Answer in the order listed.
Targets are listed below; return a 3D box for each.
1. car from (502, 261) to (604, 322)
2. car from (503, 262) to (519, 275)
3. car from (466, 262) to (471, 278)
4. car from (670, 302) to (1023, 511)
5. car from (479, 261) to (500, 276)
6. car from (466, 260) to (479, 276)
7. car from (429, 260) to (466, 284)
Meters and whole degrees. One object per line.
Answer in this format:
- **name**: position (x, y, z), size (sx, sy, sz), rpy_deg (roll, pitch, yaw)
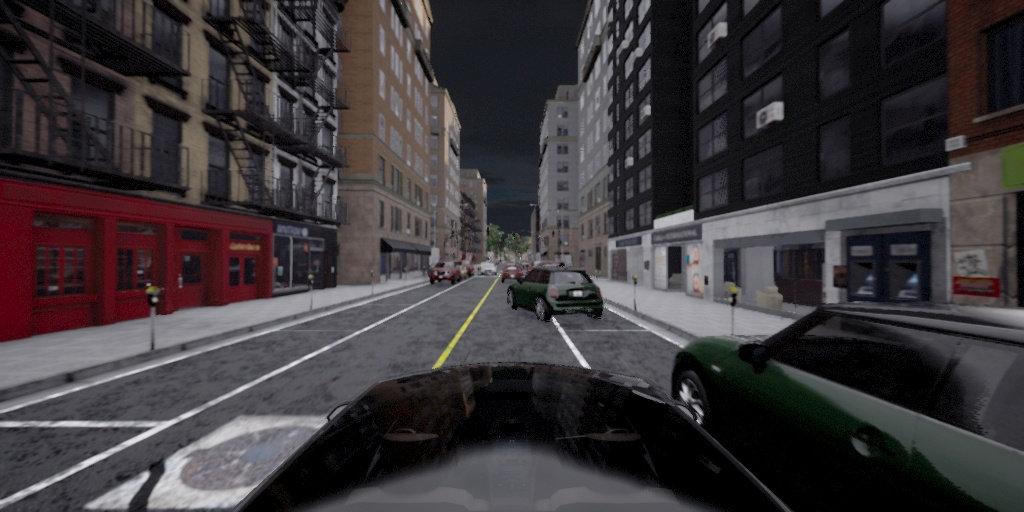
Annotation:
- **car**: position (1.371, 1.199, 13.083), size (2.097, 1.767, 4.553), rpy_deg (0, -1, -18)
- **car**: position (-0.189, 1.610, 46.904), size (1.882, 1.535, 5.008), rpy_deg (0, 0, -3)
- **car**: position (-5.454, 1.564, 35.402), size (1.751, 1.417, 4.829), rpy_deg (0, 0, 0)
- **car**: position (2.989, 1.110, 2.556), size (2.097, 1.767, 4.553), rpy_deg (0, 0, 0)
- **car**: position (-2.830, 1.640, 44.534), size (1.812, 1.442, 4.674), rpy_deg (0, -1, 0)
- **car**: position (-5.465, 1.401, 41.251), size (2.192, 1.841, 5.009), rpy_deg (0, 0, 0)
- **car**: position (-5.444, 1.306, 29.895), size (2.192, 1.841, 5.009), rpy_deg (0, 0, 0)
